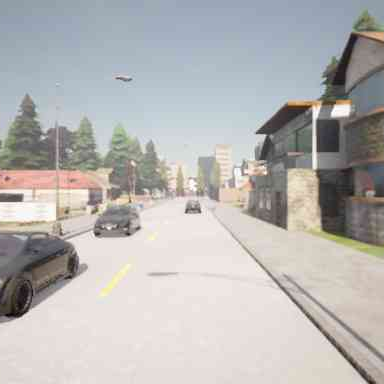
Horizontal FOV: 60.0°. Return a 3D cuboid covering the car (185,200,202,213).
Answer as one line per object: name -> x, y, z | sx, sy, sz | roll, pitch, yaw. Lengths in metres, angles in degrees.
car -> 0.127, 1.592, 37.609 | 2.033, 1.411, 5.357 | 0, 0, 0

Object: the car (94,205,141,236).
car -> -4.044, 1.527, 18.658 | 1.837, 1.490, 4.892 | 0, 0, 0

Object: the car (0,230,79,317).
car -> -4.053, 1.573, 7.324 | 1.994, 1.385, 4.181 | 0, 0, 0
